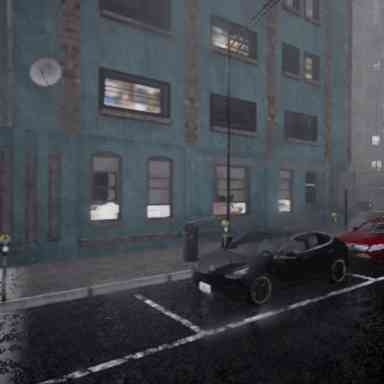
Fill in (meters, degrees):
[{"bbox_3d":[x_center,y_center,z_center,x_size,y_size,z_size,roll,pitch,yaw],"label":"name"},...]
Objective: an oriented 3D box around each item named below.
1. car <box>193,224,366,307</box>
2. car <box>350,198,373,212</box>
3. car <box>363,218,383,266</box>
[{"bbox_3d":[2.043,1.556,8.004,4.313,1.339,1.947,0,1,-35],"label":"car"},{"bbox_3d":[16.230,1.302,34.202,1.947,1.339,4.313,1,0,-36],"label":"car"},{"bbox_3d":[6.541,1.563,11.210,4.206,1.307,1.802,0,1,-35],"label":"car"}]
